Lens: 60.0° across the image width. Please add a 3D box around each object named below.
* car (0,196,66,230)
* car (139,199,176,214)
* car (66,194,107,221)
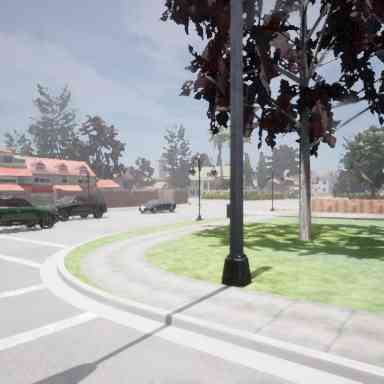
[{"bbox_3d":[-10.514,1.225,19.054,2.150,2.045,5.566,0,0,35],"label":"car"},{"bbox_3d":[-3.651,1.489,35.893,2.128,1.511,4.902,0,0,34],"label":"car"},{"bbox_3d":[-9.524,1.219,27.226,2.150,2.045,5.566,0,0,34],"label":"car"}]
